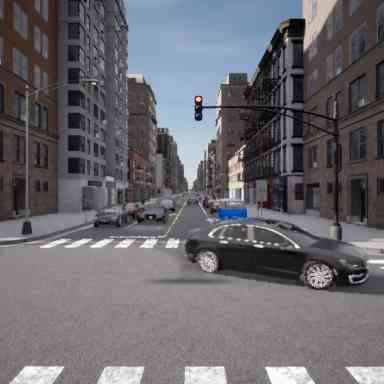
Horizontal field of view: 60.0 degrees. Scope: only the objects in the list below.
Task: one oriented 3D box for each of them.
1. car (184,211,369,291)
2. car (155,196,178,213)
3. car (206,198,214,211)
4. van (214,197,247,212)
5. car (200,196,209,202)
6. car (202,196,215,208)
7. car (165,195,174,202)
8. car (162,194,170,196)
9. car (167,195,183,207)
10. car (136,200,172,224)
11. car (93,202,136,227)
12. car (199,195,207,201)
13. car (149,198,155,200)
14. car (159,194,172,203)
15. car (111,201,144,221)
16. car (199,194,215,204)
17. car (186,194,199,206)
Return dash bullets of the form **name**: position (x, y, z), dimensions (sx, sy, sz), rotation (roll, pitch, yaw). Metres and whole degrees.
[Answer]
- **car**: position (2.093, 1.525, 9.141), dimensions (4.892, 1.490, 1.837), rotation (0, 3, 31)
- **car**: position (-2.811, 1.524, 37.223), dimensions (1.812, 1.442, 4.674), rotation (0, 0, 0)
- **car**: position (2.676, 1.581, 33.851), dimensions (1.802, 1.307, 4.206), rotation (0, 0, 0)
- **van**: position (2.663, 1.340, 22.489), dimensions (1.690, 1.788, 3.998), rotation (0, 0, 0)
- **car**: position (2.722, 1.525, 73.620), dimensions (2.008, 1.369, 4.403), rotation (0, 0, 0)
- **car**: position (2.689, 1.577, 45.214), dimensions (1.802, 1.307, 4.206), rotation (0, 0, 0)
- **car**: position (-5.297, 1.411, 79.308), dimensions (1.967, 1.590, 4.097), rotation (0, 0, 0)
- **car**: position (-5.316, 1.549, 62.262), dimensions (1.947, 1.339, 4.313), rotation (0, 0, 0)
- **car**: position (-2.751, 1.592, 50.292), dimensions (1.895, 1.301, 4.718), rotation (0, 0, 1)
- **car**: position (-2.818, 1.563, 24.692), dimensions (1.994, 1.385, 4.181), rotation (0, 0, 0)
- **car**: position (-5.362, 1.550, 22.490), dimensions (2.008, 1.369, 4.403), rotation (0, 0, 0)
- **car**: position (2.735, 1.532, 84.983), dimensions (1.947, 1.339, 4.313), rotation (0, 0, 0)
- **car**: position (-5.336, 1.520, 45.047), dimensions (1.752, 1.417, 4.829), rotation (0, 0, 0)
- **car**: position (-5.310, 1.294, 67.944), dimensions (2.192, 1.841, 5.009), rotation (0, 0, 0)
- **car**: position (-5.356, 1.544, 28.171), dimensions (1.887, 1.381, 4.507), rotation (0, 0, 0)
- **car**: position (2.696, 1.306, 50.896), dimensions (2.192, 1.841, 5.009), rotation (0, 0, 0)
- **car**: position (0.168, 1.479, 55.387), dimensions (2.128, 1.511, 4.902), rotation (0, 0, 0)
